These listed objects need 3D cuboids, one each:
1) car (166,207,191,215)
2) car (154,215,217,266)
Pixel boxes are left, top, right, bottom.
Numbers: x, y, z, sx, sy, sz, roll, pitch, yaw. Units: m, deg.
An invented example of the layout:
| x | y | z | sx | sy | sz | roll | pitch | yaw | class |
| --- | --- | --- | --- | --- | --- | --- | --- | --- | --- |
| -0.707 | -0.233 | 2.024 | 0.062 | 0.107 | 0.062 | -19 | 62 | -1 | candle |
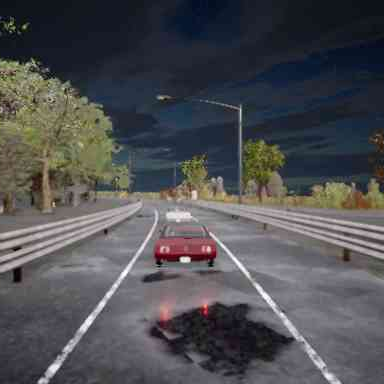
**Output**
| x | y | z | sx | sy | sz | roll | pitch | yaw | class |
| --- | --- | --- | --- | --- | --- | --- | --- | --- | --- |
| -1.166 | 1.836 | 26.936 | 1.895 | 1.301 | 4.718 | 0 | 0 | -4 | car |
| -0.256 | 1.708 | 11.884 | 1.895 | 1.301 | 4.718 | 0 | 0 | -2 | car |
